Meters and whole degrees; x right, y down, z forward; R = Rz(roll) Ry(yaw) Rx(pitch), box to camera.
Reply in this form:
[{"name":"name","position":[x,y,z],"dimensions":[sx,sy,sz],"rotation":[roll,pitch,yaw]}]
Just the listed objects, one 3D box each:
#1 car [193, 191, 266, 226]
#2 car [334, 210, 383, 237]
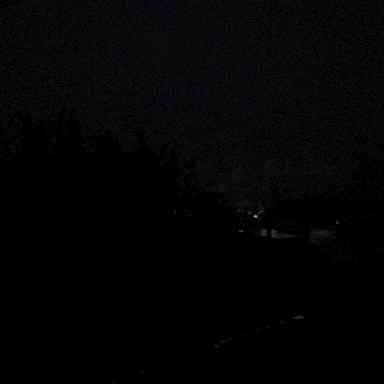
[{"name":"car","position":[2.187,0.981,21.225],"dimensions":[2.150,2.045,5.566],"rotation":[-1,1,-31]},{"name":"car","position":[9.520,1.421,15.220],"dimensions":[5.357,1.411,2.033],"rotation":[1,2,37]}]
